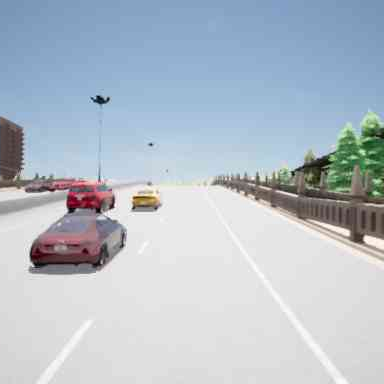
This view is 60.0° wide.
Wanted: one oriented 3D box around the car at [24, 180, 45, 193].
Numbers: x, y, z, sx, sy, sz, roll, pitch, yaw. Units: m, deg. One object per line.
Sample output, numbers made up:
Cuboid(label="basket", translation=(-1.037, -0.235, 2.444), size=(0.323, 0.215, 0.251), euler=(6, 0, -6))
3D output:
Cuboid(label="car", translation=(-21.047, -0.814, 45.558), size=(2.097, 1.767, 4.553), euler=(0, 3, 0))

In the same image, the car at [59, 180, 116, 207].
Cuboid(label="car", translation=(-6.933, 0.331, 23.291), size=(2.150, 2.045, 5.566), euler=(0, 4, 1))

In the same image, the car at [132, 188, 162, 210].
Cuboid(label="car", translation=(-3.414, 0.440, 25.845), size=(1.882, 1.535, 5.008), euler=(0, 3, 0))

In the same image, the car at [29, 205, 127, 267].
Cuboid(label="car", translation=(-3.424, 1.357, 10.719), size=(1.994, 1.385, 4.181), euler=(0, 2, 0))

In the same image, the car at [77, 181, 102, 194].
Cuboid(label="car", translation=(-14.051, -0.700, 45.769), size=(1.882, 1.535, 5.008), euler=(0, 3, 0))

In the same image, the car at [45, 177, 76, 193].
Cuboid(label="car", translation=(-17.546, -0.964, 45.860), size=(2.150, 2.045, 5.566), euler=(0, 3, 0))
